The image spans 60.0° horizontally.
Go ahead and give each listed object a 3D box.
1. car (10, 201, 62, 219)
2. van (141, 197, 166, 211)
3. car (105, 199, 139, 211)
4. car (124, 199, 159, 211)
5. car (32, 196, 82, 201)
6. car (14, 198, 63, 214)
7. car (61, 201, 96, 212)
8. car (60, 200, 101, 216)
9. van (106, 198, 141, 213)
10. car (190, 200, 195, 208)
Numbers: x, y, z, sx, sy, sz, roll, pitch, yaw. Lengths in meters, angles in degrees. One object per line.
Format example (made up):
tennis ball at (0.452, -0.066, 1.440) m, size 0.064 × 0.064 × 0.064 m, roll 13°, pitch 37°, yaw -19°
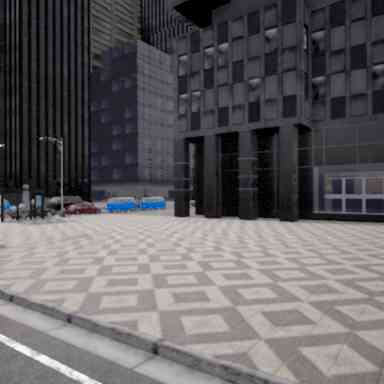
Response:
car at (-15.105, 1.843, 31.321) m, size 2.008 × 1.369 × 4.403 m, roll 0°, pitch 0°, yaw 35°
van at (-5.217, 1.624, 45.190) m, size 1.690 × 1.788 × 3.998 m, roll 0°, pitch 0°, yaw 35°
car at (-10.153, 1.828, 48.345) m, size 1.837 × 1.490 × 4.892 m, roll 0°, pitch 0°, yaw 36°
car at (-7.068, 1.793, 47.177) m, size 2.128 × 1.511 × 4.902 m, roll 0°, pitch 0°, yaw 35°
car at (-15.851, 1.549, 40.371) m, size 2.150 × 2.045 × 5.566 m, roll 0°, pitch 0°, yaw 36°
car at (-18.751, 1.661, 40.893) m, size 2.192 × 1.841 × 5.009 m, roll 0°, pitch 0°, yaw 35°
car at (-15.453, 1.925, 45.515) m, size 1.802 × 1.307 × 4.206 m, roll 0°, pitch 0°, yaw 35°
car at (-11.808, 1.870, 35.944) m, size 1.802 × 1.307 × 4.206 m, roll 0°, pitch 0°, yaw 35°
van at (-8.513, 1.626, 40.568) m, size 1.690 × 1.788 × 3.998 m, roll 0°, pitch 0°, yaw 35°
car at (1.377, 1.865, 54.434) m, size 1.802 × 1.307 × 4.206 m, roll 0°, pitch 0°, yaw 35°
